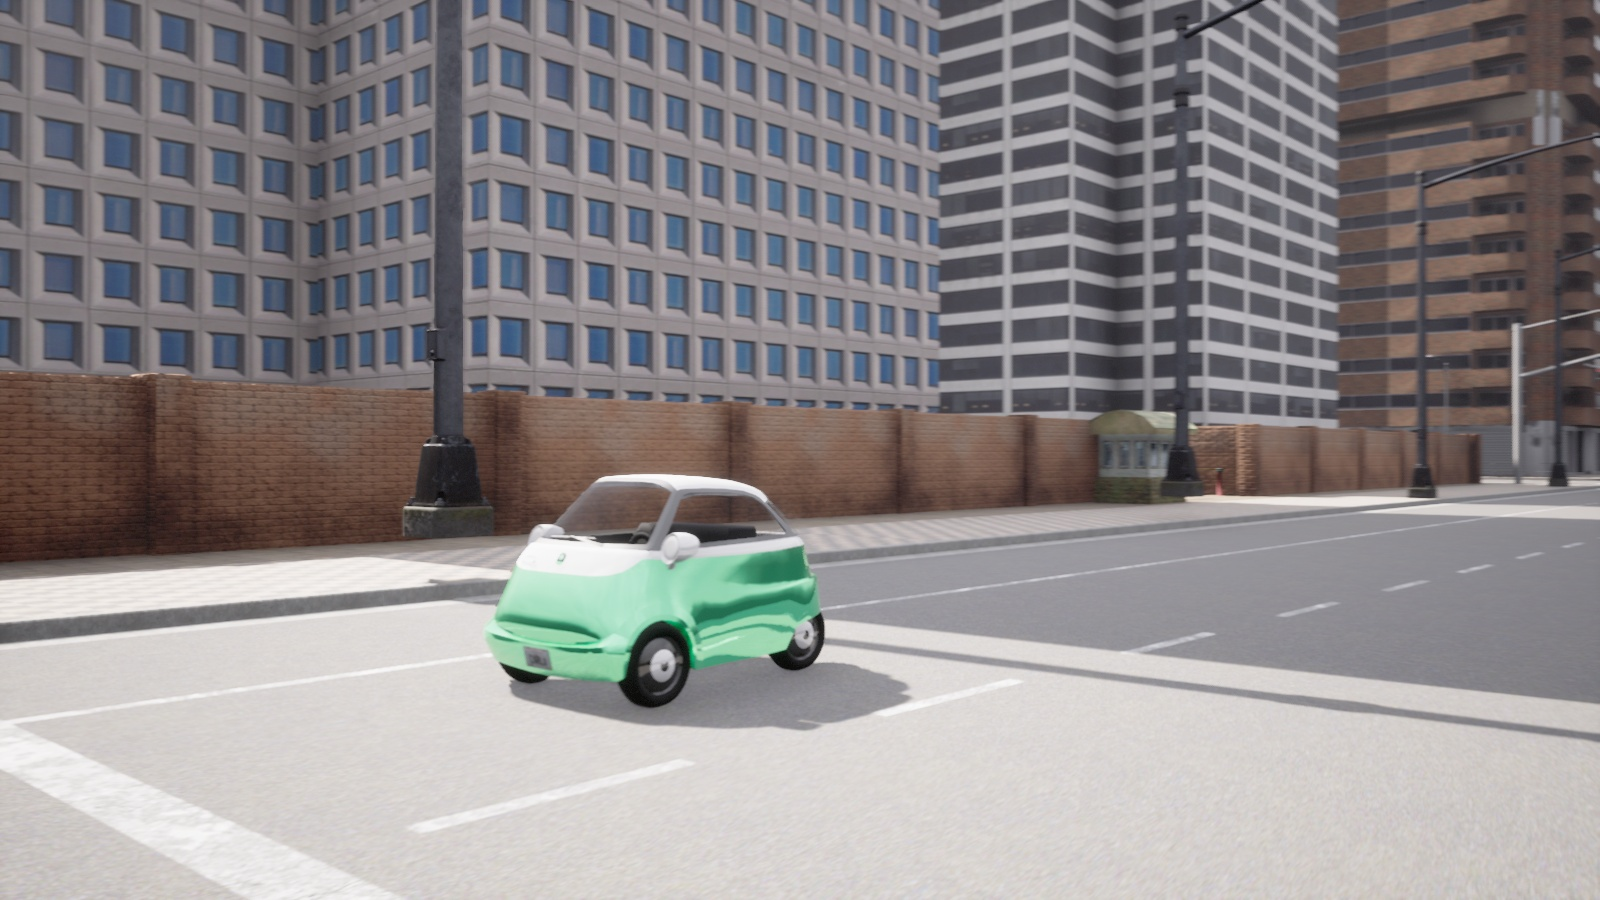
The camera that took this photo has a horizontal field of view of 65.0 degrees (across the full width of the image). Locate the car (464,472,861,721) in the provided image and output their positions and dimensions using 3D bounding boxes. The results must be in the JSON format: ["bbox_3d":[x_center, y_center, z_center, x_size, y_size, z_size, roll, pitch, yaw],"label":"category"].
[{"bbox_3d":[-0.864,0.844,8.373,1.481,1.376,2.207,0,-1,42],"label":"car"}]
